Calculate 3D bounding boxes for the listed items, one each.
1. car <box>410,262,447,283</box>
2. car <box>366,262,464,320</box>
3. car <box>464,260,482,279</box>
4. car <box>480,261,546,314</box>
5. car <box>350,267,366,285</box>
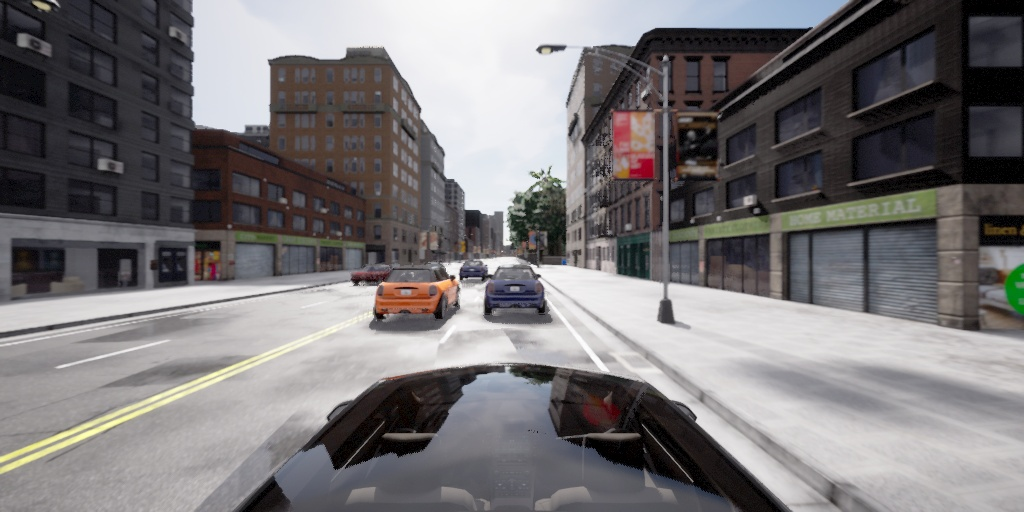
[{"bbox_3d":[-6.611,1.262,28.943,1.837,1.490,4.892,0,0,0],"label":"car"},{"bbox_3d":[-3.155,1.104,12.808,2.097,1.767,4.553,0,0,0],"label":"car"},{"bbox_3d":[-3.165,1.110,30.404,2.097,1.767,4.553,0,0,0],"label":"car"},{"bbox_3d":[0.094,1.105,13.934,2.097,1.767,4.553,0,0,0],"label":"car"},{"bbox_3d":[-9.862,1.356,25.967,1.895,1.301,4.718,0,0,0],"label":"car"}]
